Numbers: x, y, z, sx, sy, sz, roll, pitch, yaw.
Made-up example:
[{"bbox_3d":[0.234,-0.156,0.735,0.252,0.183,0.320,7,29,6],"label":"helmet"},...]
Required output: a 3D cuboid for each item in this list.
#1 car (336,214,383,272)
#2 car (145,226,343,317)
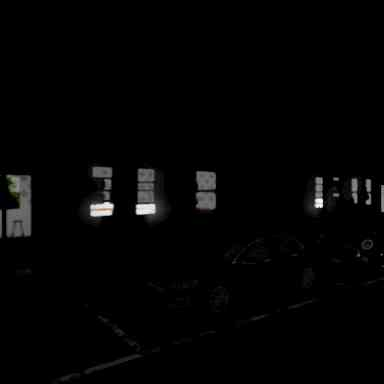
[{"bbox_3d":[5.739,1.438,10.652,4.097,1.590,1.967,0,0,-35],"label":"car"},{"bbox_3d":[1.104,1.551,7.347,4.403,1.369,2.008,0,0,-35],"label":"car"}]
